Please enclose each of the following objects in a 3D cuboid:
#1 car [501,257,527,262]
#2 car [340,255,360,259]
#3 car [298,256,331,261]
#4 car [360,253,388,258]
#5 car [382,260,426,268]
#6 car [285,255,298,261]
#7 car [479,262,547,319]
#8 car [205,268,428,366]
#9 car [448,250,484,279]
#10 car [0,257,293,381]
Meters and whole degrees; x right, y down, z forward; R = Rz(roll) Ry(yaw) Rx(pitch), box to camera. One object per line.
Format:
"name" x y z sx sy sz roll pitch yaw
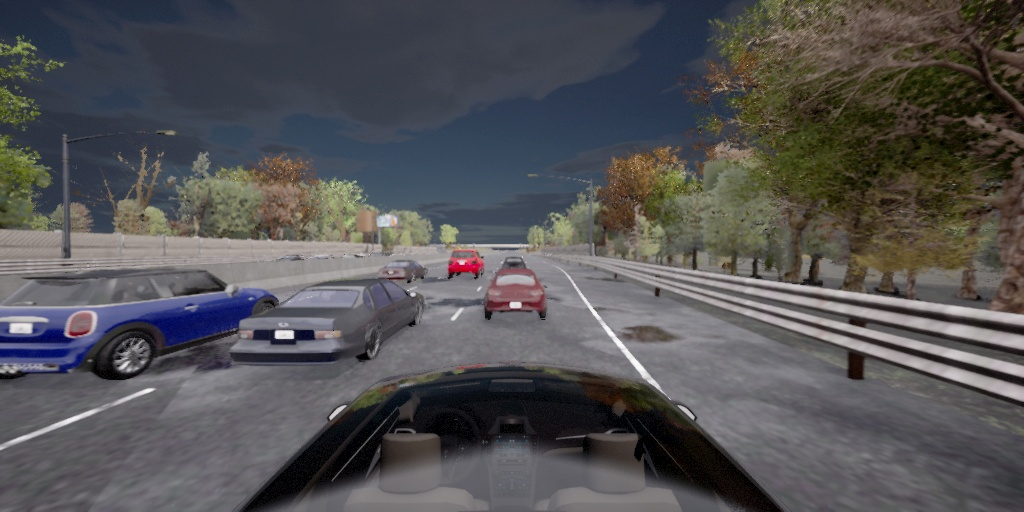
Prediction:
"car" 0.162 0.811 27.997 1.837 1.490 4.892 0 1 0
"car" -20.946 0.532 46.351 1.812 1.442 4.674 0 1 1
"car" -24.452 0.622 45.415 1.895 1.301 4.718 0 1 1
"car" -17.448 0.355 46.549 2.097 1.767 4.553 0 1 0
"car" -6.872 0.937 22.939 2.033 1.411 5.357 0 1 1
"car" -27.925 0.585 45.394 1.994 1.385 4.181 0 1 0
"car" 0.112 1.103 11.856 1.812 1.442 4.674 0 1 0
"car" -3.413 1.191 7.924 2.033 1.411 5.357 0 1 1
"car" -3.343 0.547 26.742 2.150 2.045 5.566 0 1 0
"car" -6.920 1.007 7.195 2.097 1.767 4.553 0 1 1
